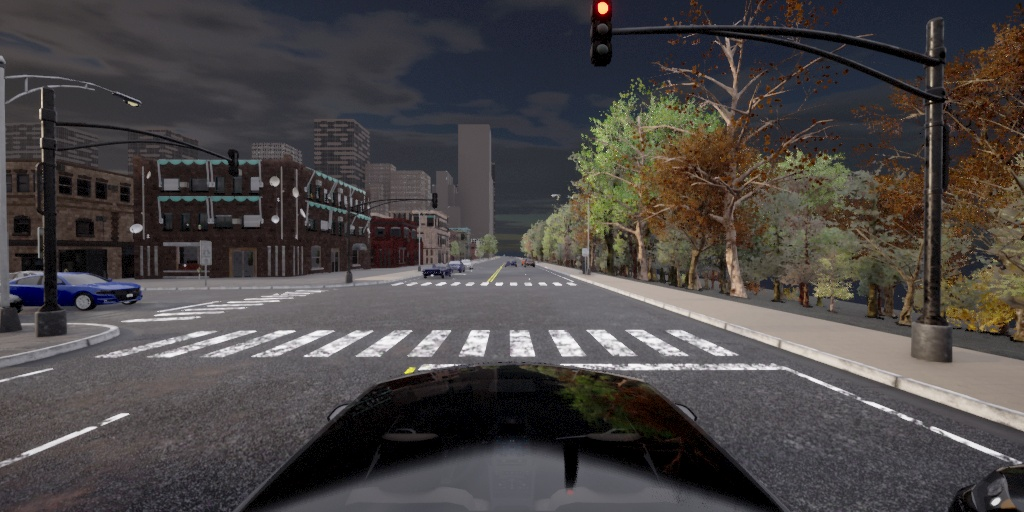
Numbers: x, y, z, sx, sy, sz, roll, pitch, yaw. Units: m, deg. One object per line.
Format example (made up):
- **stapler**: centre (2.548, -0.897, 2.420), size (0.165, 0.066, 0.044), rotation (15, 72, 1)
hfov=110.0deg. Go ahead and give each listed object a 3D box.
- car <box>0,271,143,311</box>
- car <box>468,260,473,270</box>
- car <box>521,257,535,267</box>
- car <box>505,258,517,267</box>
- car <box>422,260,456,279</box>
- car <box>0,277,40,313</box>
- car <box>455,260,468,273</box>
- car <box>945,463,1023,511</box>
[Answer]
- **car**: centre (-18.751, 1.434, 15.209), size (5.008, 1.535, 1.882), rotation (-1, 1, -1)
- **car**: centre (-6.825, 1.253, 53.314), size (1.812, 1.442, 4.674), rotation (0, 0, 0)
- **car**: centre (3.052, 1.227, 63.212), size (1.837, 1.490, 4.892), rotation (0, 0, 0)
- **car**: centre (-0.203, 1.074, 63.995), size (2.097, 1.767, 4.553), rotation (0, 0, 0)
- **car**: centre (-6.741, 1.339, 32.873), size (1.895, 1.301, 4.718), rotation (0, 0, 2)
- **car**: centre (-19.998, 1.564, 12.493), size (4.313, 1.339, 1.948), rotation (0, 0, 0)
- **car**: centre (-6.786, 1.258, 43.044), size (1.812, 1.442, 4.674), rotation (0, 0, 0)
- **car**: centre (3.363, 1.314, 0.173), size (1.994, 1.385, 4.181), rotation (0, 0, -1)
